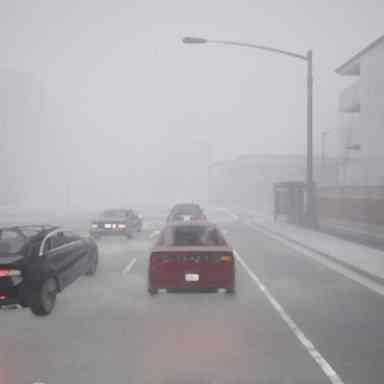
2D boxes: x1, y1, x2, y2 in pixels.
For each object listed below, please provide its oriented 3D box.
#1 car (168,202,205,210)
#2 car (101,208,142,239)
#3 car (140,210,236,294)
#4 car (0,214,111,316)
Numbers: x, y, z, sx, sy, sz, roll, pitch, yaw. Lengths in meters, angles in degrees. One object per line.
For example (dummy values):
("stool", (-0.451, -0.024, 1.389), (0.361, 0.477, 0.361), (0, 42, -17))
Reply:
("car", (-0.303, 1.353, 18.696), (2.097, 1.767, 4.553), (0, 0, -1))
("car", (-3.769, 1.549, 17.228), (2.033, 1.411, 5.357), (0, 0, -1))
("car", (-0.036, 1.478, 8.843), (1.882, 1.535, 5.008), (0, 0, -1))
("car", (-3.520, 1.492, 7.489), (2.128, 1.511, 4.902), (0, 0, -1))
